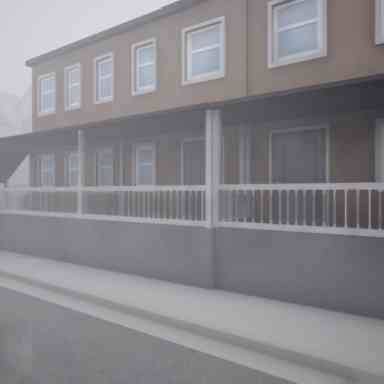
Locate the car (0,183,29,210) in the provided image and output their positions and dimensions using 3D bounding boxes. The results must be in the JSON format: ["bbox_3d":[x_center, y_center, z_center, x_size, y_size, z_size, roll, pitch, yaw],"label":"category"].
[{"bbox_3d":[-15.186,0.708,27.241,2.150,2.045,5.566,0,14,34],"label":"car"}]
